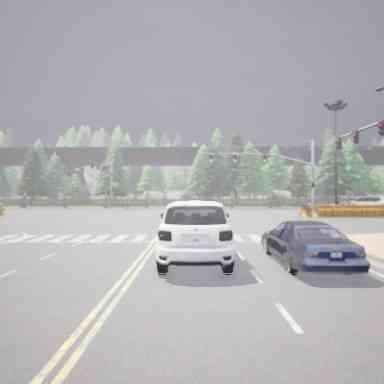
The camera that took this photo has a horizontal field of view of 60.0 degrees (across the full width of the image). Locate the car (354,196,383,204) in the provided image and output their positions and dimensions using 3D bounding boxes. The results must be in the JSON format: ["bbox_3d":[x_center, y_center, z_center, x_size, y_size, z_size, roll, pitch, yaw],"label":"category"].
[{"bbox_3d":[21.140,1.556,41.405,5.566,2.045,2.150,0,0,0],"label":"car"}]

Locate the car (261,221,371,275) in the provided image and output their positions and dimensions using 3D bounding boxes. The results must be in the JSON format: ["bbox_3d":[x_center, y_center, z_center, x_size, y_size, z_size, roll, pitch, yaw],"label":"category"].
[{"bbox_3d":[3.616,1.636,10.764,2.033,1.411,5.357,0,0,1],"label":"car"}]

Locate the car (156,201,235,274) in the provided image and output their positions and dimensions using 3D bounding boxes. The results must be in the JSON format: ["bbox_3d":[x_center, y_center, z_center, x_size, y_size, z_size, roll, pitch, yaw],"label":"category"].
[{"bbox_3d":[0.084,1.309,10.990,2.150,2.045,5.566,0,-1,0],"label":"car"}]

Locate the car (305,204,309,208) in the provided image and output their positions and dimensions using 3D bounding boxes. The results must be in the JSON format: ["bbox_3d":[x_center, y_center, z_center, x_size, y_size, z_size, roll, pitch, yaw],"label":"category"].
[{"bbox_3d":[17.857,1.840,44.923,5.008,1.535,1.882,0,0,0],"label":"car"}]

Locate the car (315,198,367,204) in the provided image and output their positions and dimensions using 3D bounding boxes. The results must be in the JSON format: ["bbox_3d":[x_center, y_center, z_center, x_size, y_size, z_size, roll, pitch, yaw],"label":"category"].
[{"bbox_3d":[16.696,1.798,37.930,4.902,1.511,2.128,0,0,0],"label":"car"}]

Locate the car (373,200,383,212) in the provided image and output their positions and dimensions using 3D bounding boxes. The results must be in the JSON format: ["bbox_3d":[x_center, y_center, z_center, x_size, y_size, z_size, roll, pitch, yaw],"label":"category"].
[{"bbox_3d":[27.349,1.867,44.869,4.892,1.490,1.837,0,0,0],"label":"car"}]

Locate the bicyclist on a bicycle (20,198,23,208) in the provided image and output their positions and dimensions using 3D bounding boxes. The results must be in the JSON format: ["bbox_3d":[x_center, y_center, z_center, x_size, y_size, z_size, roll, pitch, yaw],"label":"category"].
[{"bbox_3d":[-26.982,1.730,52.988,0.582,1.620,1.656,0,0,0],"label":"bicyclist on a bicycle"}]
